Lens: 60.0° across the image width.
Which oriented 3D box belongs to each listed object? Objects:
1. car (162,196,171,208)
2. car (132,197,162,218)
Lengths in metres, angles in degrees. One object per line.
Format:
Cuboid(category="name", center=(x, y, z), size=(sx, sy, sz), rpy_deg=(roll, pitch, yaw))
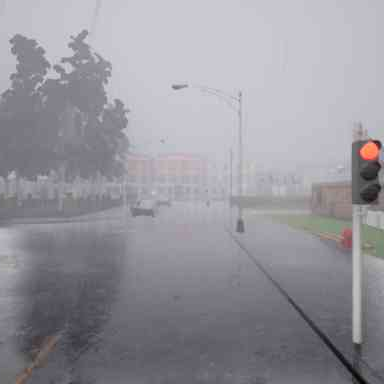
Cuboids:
Cuboid(category="car", center=(-4.001, 1.378, 47.668), size=(1.882, 1.535, 5.008), rpy_deg=(0, 0, 0))
Cuboid(category="car", center=(-4.047, 1.416, 29.442), size=(1.882, 1.535, 5.008), rpy_deg=(0, 0, 0))
